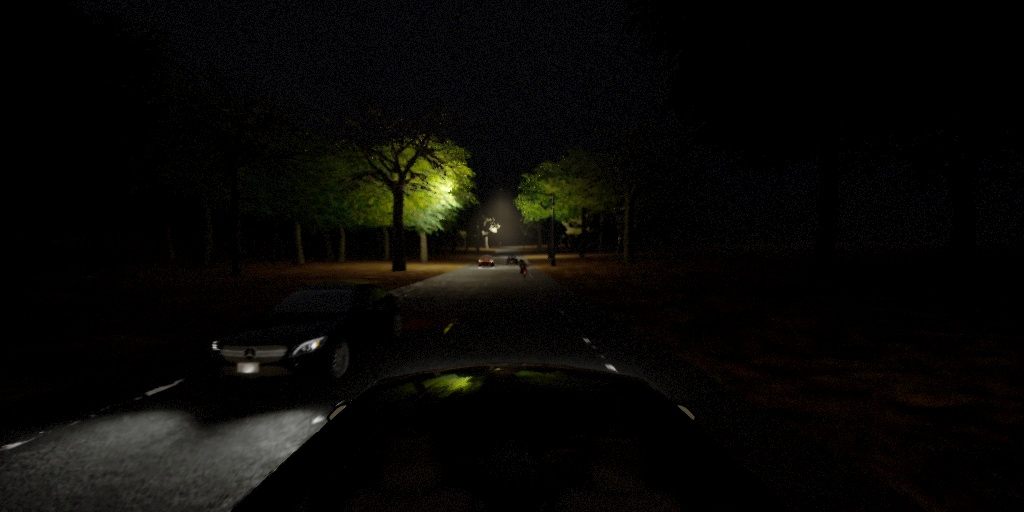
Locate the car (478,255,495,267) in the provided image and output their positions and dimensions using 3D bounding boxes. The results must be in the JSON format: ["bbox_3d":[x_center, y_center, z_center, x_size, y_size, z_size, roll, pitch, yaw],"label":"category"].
[{"bbox_3d":[-3.557,0.641,50.789,2.097,1.767,4.553,0,1,1],"label":"car"}]

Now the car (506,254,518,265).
[{"bbox_3d":[-0.016,0.647,57.523,2.128,1.511,4.902,0,1,0],"label":"car"}]

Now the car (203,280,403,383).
[{"bbox_3d":[-3.599,1.259,7.223,1.812,1.442,4.674,0,0,0],"label":"car"}]

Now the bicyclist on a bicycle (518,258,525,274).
[{"bbox_3d":[0.951,0.984,36.221,0.582,1.620,1.656,0,1,0],"label":"bicyclist on a bicycle"}]

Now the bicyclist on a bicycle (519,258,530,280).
[{"bbox_3d":[0.968,1.061,27.970,0.866,1.612,1.509,0,1,0],"label":"bicyclist on a bicycle"}]
